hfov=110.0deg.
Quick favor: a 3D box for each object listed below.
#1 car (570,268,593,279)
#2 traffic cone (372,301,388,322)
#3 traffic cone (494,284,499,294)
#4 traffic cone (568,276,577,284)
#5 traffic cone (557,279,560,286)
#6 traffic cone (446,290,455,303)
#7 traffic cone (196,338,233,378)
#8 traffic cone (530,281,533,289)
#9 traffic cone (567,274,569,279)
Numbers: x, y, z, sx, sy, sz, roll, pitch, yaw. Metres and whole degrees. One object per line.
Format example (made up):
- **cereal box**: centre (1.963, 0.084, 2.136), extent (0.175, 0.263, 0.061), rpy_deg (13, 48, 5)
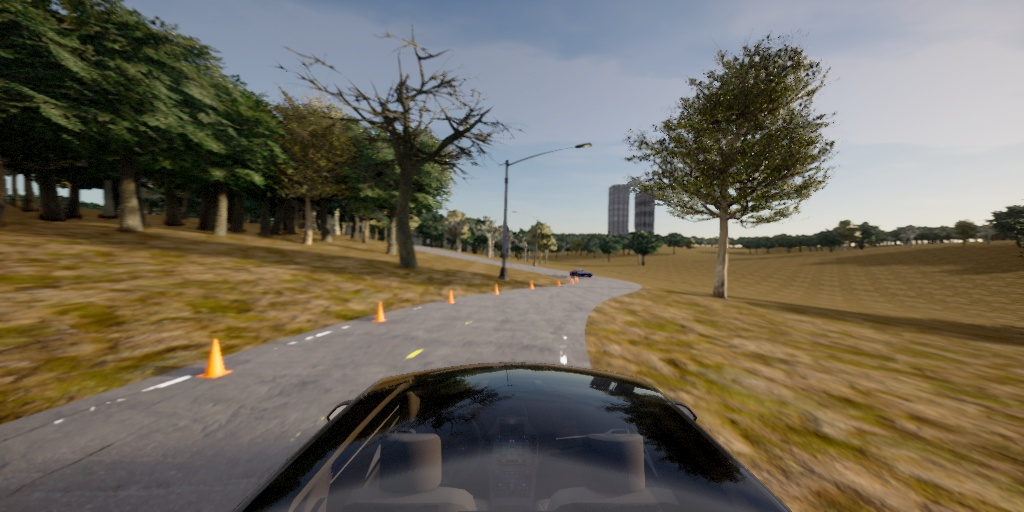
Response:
- **car**: centre (9.538, 2.390, 49.427), extent (1.895, 1.301, 4.718), rpy_deg (1, 0, -8)
- **traffic cone**: centre (-4.090, 1.706, 11.096), extent (0.340, 0.580, 0.340), rpy_deg (0, 0, 11)
- **traffic cone**: centre (-0.934, 1.954, 21.160), extent (0.340, 0.580, 0.340), rpy_deg (0, 0, 23)
- **traffic cone**: centre (5.781, 2.403, 34.357), extent (0.340, 0.580, 0.340), rpy_deg (0, 0, 20)
- **traffic cone**: centre (3.916, 2.256, 30.145), extent (0.340, 0.580, 0.340), rpy_deg (0, 0, 28)
- **traffic cone**: centre (-2.775, 1.815, 16.211), extent (0.340, 0.580, 0.340), rpy_deg (0, 0, 17)
- **traffic cone**: centre (-4.867, 1.646, 5.873), extent (0.340, 0.580, 0.340), rpy_deg (0, 0, 5)
- **traffic cone**: centre (1.411, 2.101, 25.891), extent (0.340, 0.580, 0.340), rpy_deg (0, 0, 29)
- **traffic cone**: centre (7.551, 2.721, 47.971), extent (0.340, 0.580, 0.340), rpy_deg (0, 0, -5)
